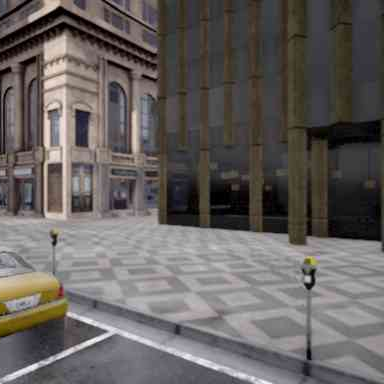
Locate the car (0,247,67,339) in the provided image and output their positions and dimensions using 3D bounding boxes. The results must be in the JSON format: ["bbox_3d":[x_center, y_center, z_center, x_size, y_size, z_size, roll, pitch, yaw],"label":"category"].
[{"bbox_3d":[-4.223,1.507,5.981,4.829,1.417,1.752,0,0,35],"label":"car"}]
